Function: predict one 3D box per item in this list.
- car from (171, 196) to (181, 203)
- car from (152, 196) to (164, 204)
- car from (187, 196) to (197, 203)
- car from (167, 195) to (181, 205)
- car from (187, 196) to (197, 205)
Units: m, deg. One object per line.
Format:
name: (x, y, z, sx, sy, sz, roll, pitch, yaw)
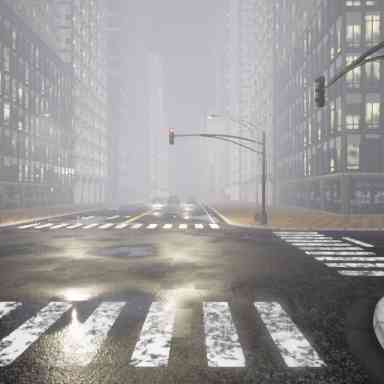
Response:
car: (-3.271, 1.565, 70.162, 1.895, 1.301, 4.718, 0, 0, 0)
car: (-6.519, 1.608, 64.298, 2.128, 1.511, 4.902, 0, 0, 0)
car: (-0.021, 1.541, 70.549, 1.994, 1.385, 4.181, 0, 0, 0)
car: (-3.268, 1.453, 60.101, 2.097, 1.767, 4.553, 0, 0, 0)
car: (-0.018, 1.703, 60.577, 1.895, 1.301, 4.718, 0, 0, 0)
